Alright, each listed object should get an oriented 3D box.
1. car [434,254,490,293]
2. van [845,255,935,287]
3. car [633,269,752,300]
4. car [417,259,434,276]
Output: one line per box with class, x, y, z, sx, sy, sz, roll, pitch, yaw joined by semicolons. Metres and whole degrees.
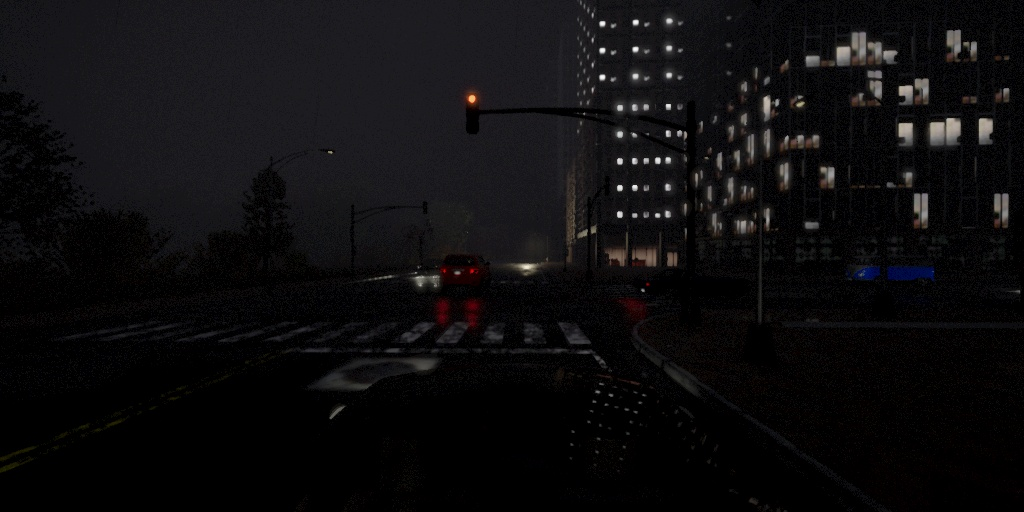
car;-2.569;0.926;20.655;2.150;2.045;5.566;0;0;3
van;22.115;0.846;21.096;3.998;1.789;1.690;0;0;4
car;8.203;1.241;16.433;4.718;1.301;1.895;0;0;-3
car;-8.275;1.077;37.444;2.097;1.767;4.553;0;0;4
